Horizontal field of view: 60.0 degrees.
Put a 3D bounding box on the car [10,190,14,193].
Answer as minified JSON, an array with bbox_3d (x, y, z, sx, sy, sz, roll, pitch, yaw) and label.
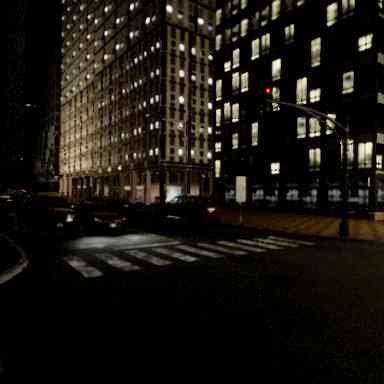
[{"bbox_3d":[-16.770,0.874,33.872,2.128,1.511,4.902,1,1,-36],"label":"car"}]

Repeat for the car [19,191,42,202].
[{"bbox_3d":[-23.811,0.601,48.993,2.128,1.511,4.902,1,1,-36],"label":"car"}]

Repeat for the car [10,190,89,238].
[{"bbox_3d":[-7.053,1.044,16.106,2.192,1.841,5.009,2,0,-36],"label":"car"}]

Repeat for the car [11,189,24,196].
[{"bbox_3d":[-39.438,0.106,74.938,1.887,1.381,4.507,2,0,-36],"label":"car"}]

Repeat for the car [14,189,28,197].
[{"bbox_3d":[-36.178,0.213,70.450,1.887,1.381,4.507,2,0,-36],"label":"car"}]

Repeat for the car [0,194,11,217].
[{"bbox_3d":[-13.581,1.102,25.079,1.802,1.307,4.206,2,0,-36],"label":"car"}]

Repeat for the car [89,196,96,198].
[{"bbox_3d":[-10.100,1.084,34.544,1.947,1.339,4.313,2,0,-36],"label":"car"}]

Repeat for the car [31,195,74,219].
[{"bbox_3d":[-10.892,1.049,25.764,1.882,1.535,5.008,1,1,-36],"label":"car"}]

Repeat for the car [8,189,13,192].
[{"bbox_3d":[-29.945,0.473,57.432,1.994,1.385,4.181,1,1,-36],"label":"car"}]

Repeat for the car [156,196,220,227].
[{"bbox_3d":[-0.311,1.146,21.080,2.192,1.841,5.009,2,0,-36],"label":"car"}]

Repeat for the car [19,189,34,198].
[{"bbox_3d":[-32.914,0.216,65.961,1.967,1.590,4.097,2,0,-36],"label":"car"}]

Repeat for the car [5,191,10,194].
[{"bbox_3d":[-20.099,0.861,34.053,2.008,1.369,4.403,2,0,-36],"label":"car"}]

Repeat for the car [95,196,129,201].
[{"bbox_3d":[-6.839,1.189,30.056,1.947,1.339,4.313,2,0,-36],"label":"car"}]

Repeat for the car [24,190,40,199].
[{"bbox_3d":[-29.658,0.427,61.474,1.887,1.381,4.507,2,0,-36],"label":"car"}]

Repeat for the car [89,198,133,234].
[{"bbox_3d":[-5.128,1.281,17.826,1.812,1.442,4.674,1,1,-36],"label":"car"}]
